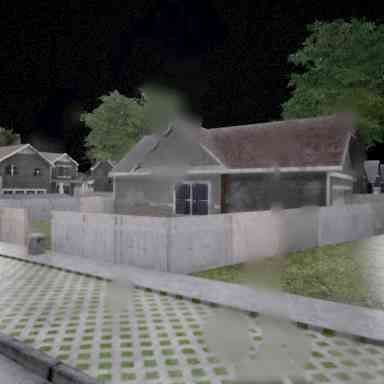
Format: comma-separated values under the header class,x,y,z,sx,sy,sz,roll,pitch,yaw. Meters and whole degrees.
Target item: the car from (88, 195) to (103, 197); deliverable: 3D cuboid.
class,x,y,z,sx,sy,sz,roll,pitch,yaw
car,-11.230,1.138,38.506,1.837,1.490,4.892,1,1,34
